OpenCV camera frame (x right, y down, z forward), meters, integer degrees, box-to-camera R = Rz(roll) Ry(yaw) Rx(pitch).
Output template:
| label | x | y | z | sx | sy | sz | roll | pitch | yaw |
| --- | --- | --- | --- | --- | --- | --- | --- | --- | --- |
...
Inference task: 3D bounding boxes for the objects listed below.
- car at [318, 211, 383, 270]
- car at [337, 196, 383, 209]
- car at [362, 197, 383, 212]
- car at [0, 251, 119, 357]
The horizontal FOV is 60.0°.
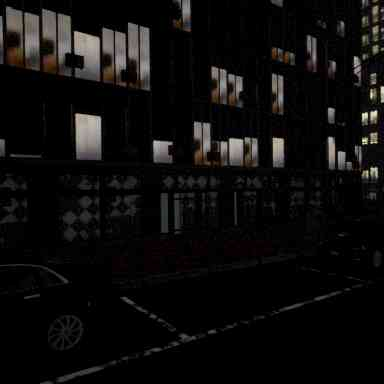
| label | x | y | z | sx | sy | sz | roll | pitch | yaw |
| --- | --- | --- | --- | --- | --- | --- | --- | --- | --- |
| car | 5.986 | 1.541 | 11.006 | 4.507 | 1.381 | 1.887 | 0 | -1 | -35 |
| car | 20.577 | 1.274 | 40.861 | 1.752 | 1.417 | 4.829 | -1 | 1 | -35 |
| car | 18.077 | 1.442 | 34.354 | 1.994 | 1.385 | 4.181 | -1 | 1 | -35 |
| car | -3.189 | 1.551 | 4.427 | 4.403 | 1.369 | 2.008 | 0 | -1 | -35 |
